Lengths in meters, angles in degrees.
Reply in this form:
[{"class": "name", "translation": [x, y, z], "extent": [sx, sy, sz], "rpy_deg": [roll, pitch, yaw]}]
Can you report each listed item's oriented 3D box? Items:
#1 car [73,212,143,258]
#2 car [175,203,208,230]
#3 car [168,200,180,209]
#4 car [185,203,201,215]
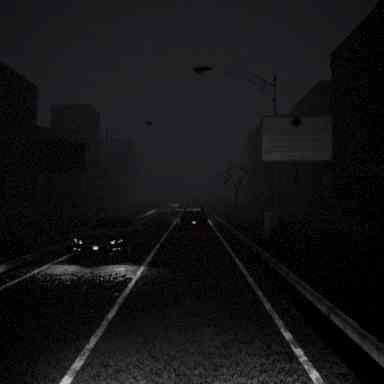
[{"class": "car", "translation": [-3.086, 1.585, 13.079], "extent": [1.837, 1.490, 4.892], "rpy_deg": [0, -1, 0]}, {"class": "car", "translation": [0.127, 1.745, 23.348], "extent": [2.128, 1.511, 4.902], "rpy_deg": [0, -1, 0]}, {"class": "car", "translation": [-2.990, 2.068, 55.242], "extent": [1.895, 1.301, 4.718], "rpy_deg": [0, 1, 1]}, {"class": "car", "translation": [0.151, 2.135, 42.274], "extent": [1.895, 1.301, 4.718], "rpy_deg": [0, 0, 0]}]
